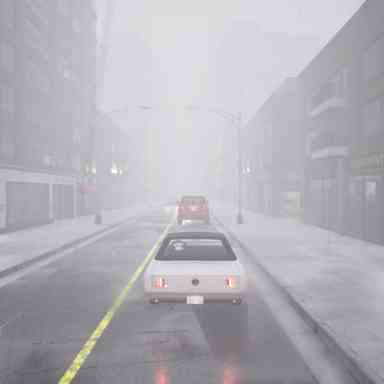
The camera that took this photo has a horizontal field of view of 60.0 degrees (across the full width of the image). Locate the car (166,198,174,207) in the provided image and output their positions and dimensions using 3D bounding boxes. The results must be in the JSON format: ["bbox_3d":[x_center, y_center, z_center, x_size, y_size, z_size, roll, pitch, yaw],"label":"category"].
[{"bbox_3d":[-3.045,1.624,52.952,1.895,1.301,4.718,0,0,0],"label":"car"}]

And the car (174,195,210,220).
[{"bbox_3d":[0.092,1.224,24.172,2.150,2.045,5.566,0,0,0],"label":"car"}]

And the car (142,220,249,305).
[{"bbox_3d":[0.093,1.601,8.037,1.895,1.301,4.718,0,0,1],"label":"car"}]
